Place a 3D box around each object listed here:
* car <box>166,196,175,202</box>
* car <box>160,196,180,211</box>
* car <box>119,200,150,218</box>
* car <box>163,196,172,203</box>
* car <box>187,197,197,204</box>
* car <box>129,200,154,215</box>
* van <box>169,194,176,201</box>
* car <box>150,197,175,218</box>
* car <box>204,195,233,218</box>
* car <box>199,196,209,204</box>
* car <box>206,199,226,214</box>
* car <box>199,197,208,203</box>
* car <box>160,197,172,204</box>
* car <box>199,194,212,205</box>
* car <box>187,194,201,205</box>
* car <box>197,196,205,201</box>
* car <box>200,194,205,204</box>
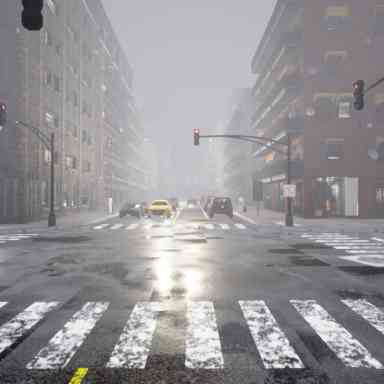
[{"bbox_3d":[-5.413,1.763,85.699,2.008,1.369,4.403,1,0,0],"label":"car"},{"bbox_3d":[-2.899,1.583,40.523,1.994,1.385,4.181,0,0,0],"label":"car"},{"bbox_3d":[-5.337,1.577,30.075,1.947,1.339,4.313,1,0,0],"label":"car"},{"bbox_3d":[-5.398,1.670,74.400,1.752,1.417,4.829,1,0,0],"label":"car"},{"bbox_3d":[-0.027,1.684,70.325,1.994,1.385,4.181,0,0,0],"label":"car"},{"bbox_3d":[-5.344,1.580,35.636,1.947,1.339,4.313,1,0,0],"label":"car"},{"bbox_3d":[-5.417,1.588,91.264,1.690,1.788,3.998,1,0,0],"label":"van"},{"bbox_3d":[-2.886,1.489,30.582,1.882,1.535,5.008,0,0,0],"label":"car"},{"bbox_3d":[2.547,1.326,30.131,2.192,1.841,5.009,1,0,0],"label":"car"},{"bbox_3d":[2.490,1.556,69.054,1.967,1.590,4.097,1,0,0],"label":"car"},{"bbox_3d":[2.536,1.540,35.861,1.752,1.417,4.829,1,0,0],"label":"car"},{"bbox_3d":[2.481,1.728,74.614,1.802,1.307,4.206,1,0,0],"label":"car"},{"bbox_3d":[-5.391,1.666,69.008,2.008,1.369,4.403,1,0,0],"label":"car"},{"bbox_3d":[2.500,1.402,63.490,2.192,1.841,5.009,1,0,0],"label":"car"},{"bbox_3d":[0.023,1.564,60.091,2.128,1.511,4.902,0,0,0],"label":"car"},{"bbox_3d":[2.460,1.813,91.305,1.947,1.339,4.313,1,0,0],"label":"car"},{"bbox_3d":[2.531,1.335,41.256,2.192,1.841,5.009,1,0,0],"label":"car"}]
